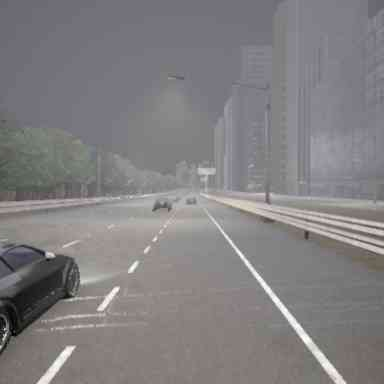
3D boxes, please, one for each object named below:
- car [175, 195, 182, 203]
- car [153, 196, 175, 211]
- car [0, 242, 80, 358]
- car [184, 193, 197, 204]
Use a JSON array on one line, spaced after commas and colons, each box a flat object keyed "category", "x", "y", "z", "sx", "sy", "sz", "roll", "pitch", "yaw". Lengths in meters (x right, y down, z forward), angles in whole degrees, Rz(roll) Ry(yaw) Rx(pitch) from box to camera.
[{"category": "car", "x": -3.740, "y": 1.578, "z": 71.524, "sx": 2.128, "sy": 1.511, "sz": 4.902, "roll": 0, "pitch": 0, "yaw": 0}, {"category": "car", "x": -3.577, "y": 1.376, "z": 41.441, "sx": 2.097, "sy": 1.767, "sz": 4.553, "roll": 0, "pitch": 0, "yaw": 0}, {"category": "car", "x": -3.501, "y": 1.565, "z": 5.805, "sx": 1.994, "sy": 1.385, "sz": 4.181, "roll": 0, "pitch": 0, "yaw": 0}, {"category": "car", "x": -0.088, "y": 1.537, "z": 63.968, "sx": 2.128, "sy": 1.511, "sz": 4.902, "roll": 0, "pitch": 0, "yaw": 0}]
